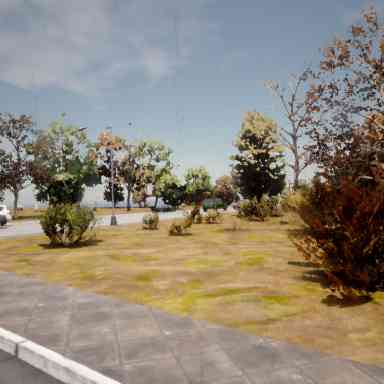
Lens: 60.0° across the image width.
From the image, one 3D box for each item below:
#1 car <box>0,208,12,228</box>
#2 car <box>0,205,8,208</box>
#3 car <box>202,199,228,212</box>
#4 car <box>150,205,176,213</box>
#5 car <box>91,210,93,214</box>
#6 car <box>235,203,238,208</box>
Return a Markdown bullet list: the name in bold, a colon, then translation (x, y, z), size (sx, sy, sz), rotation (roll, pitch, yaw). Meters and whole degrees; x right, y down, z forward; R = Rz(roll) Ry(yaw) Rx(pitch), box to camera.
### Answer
- **car**: translation (-17.509, 2.371, 26.812), size (2.128, 1.511, 4.902), rotation (-3, -2, 34)
- **car**: translation (-19.440, 2.263, 30.199), size (2.150, 2.045, 5.566), rotation (-3, -2, 33)
- **car**: translation (3.705, 2.096, 53.483), size (2.150, 2.045, 5.566), rotation (-3, -2, 32)
- **car**: translation (-4.663, 2.767, 53.533), size (1.895, 1.301, 4.718), rotation (-3, -2, 32)
- **car**: translation (-12.504, 2.249, 34.497), size (2.097, 1.767, 4.553), rotation (-3, -2, 32)
- **car**: translation (9.349, 2.571, 62.392), size (1.895, 1.301, 4.718), rotation (-3, -2, 33)
